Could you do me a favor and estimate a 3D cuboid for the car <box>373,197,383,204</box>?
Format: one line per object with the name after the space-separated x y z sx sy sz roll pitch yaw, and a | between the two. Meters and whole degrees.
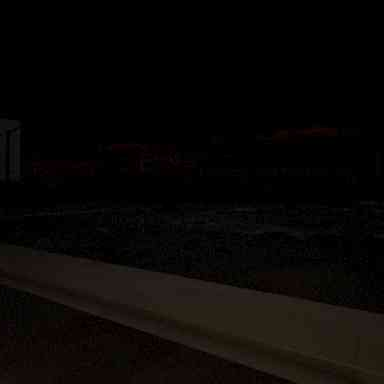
37.542 1.576 65.370 1.853 1.218 4.536 1 1 6 | car

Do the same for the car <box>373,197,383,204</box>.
37.535 1.734 65.320 2.038 1.542 4.974 1 1 6 | car
